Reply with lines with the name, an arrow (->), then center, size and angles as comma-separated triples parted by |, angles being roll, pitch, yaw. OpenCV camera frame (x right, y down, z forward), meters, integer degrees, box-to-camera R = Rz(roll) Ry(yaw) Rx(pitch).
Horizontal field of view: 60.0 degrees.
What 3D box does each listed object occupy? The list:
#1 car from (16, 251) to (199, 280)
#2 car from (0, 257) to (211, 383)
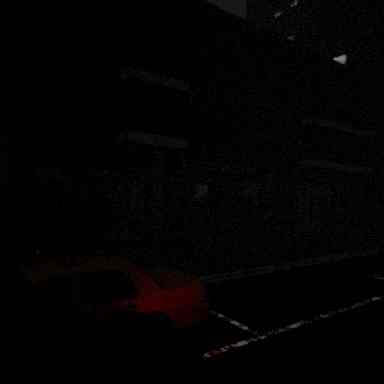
car -> -1.985, 1.560, 4.601 | 4.829, 1.417, 1.752 | 1, 1, -34
car -> -2.181, 1.479, 1.505 | 5.008, 1.535, 1.882 | 1, -1, -34
